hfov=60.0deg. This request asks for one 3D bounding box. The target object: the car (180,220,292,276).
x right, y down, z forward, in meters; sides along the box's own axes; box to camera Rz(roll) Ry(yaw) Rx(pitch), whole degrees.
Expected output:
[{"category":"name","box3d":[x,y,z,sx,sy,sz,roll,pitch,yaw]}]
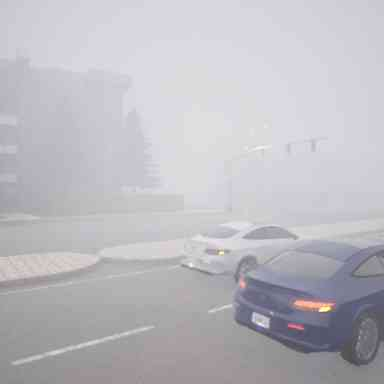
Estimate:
[{"category":"car","box3d":[1.836,1.529,9.394,4.674,1.442,1.812,1,0,-37]}]

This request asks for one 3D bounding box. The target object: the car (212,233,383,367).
[{"category":"car","box3d":[2.776,1.528,5.756,4.674,1.442,1.812,0,0,-36]}]
